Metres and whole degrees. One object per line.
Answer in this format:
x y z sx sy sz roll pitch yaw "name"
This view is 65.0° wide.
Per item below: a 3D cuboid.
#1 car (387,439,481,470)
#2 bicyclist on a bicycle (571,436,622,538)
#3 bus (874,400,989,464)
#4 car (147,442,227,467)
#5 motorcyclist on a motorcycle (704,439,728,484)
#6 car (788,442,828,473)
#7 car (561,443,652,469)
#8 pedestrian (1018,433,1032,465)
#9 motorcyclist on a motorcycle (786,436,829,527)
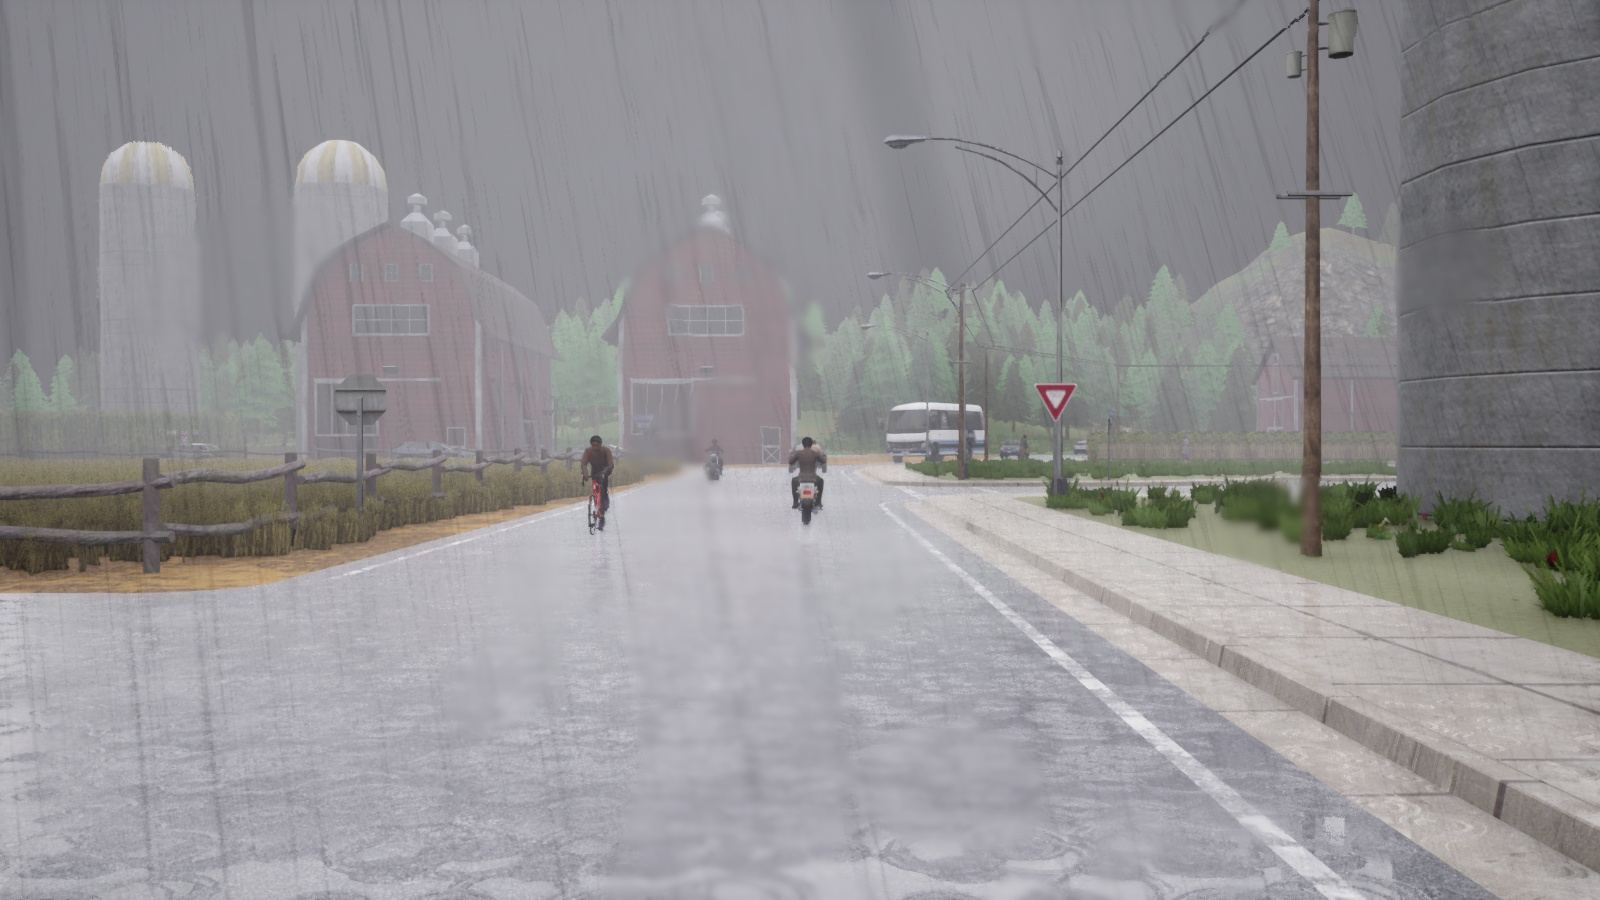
-20.967 0.250 72.059 4.856 1.649 2.033 1 0 -3 "car"
-3.367 0.579 20.889 0.582 1.620 1.656 0 1 0 "bicyclist on a bicycle"
9.567 -1.224 89.851 3.944 4.253 10.273 -1 0 32 "bus"
-36.547 0.260 74.937 3.806 1.475 1.970 0 0 1 "car"
-3.215 0.423 48.118 0.766 1.649 2.350 0 0 0 "motorcyclist on a motorcycle"
0.451 0.358 64.562 1.882 1.535 5.008 0 0 2 "car"
-11.110 0.330 72.214 4.792 1.488 2.163 0 0 4 "car"
13.205 -0.042 73.664 0.694 1.848 0.540 0 0 -6 "pedestrian"
0.143 0.563 23.735 0.766 1.649 2.350 0 0 1 "motorcyclist on a motorcycle"
